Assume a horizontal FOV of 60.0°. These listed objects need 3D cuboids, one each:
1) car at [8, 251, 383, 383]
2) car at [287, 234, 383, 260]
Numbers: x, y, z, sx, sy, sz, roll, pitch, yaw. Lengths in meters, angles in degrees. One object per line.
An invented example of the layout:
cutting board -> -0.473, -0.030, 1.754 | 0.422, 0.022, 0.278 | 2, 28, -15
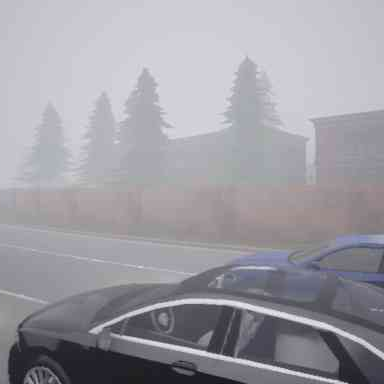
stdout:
car -> 0.386, 1.492, 3.122 | 4.902, 1.511, 2.128 | 0, 0, 28
car -> 2.962, 1.477, 5.708 | 5.008, 1.535, 1.882 | 0, 0, 27
